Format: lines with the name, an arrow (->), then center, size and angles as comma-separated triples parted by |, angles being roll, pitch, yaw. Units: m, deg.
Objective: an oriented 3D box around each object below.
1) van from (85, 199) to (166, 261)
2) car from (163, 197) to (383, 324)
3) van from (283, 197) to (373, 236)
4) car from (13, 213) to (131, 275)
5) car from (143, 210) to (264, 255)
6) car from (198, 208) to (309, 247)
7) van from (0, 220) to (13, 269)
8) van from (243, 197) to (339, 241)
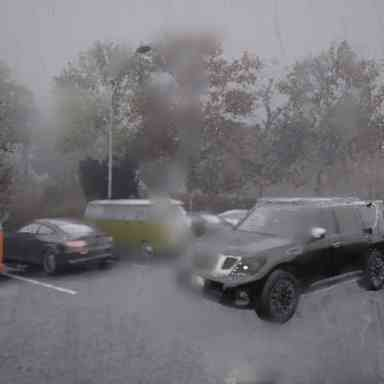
van -> -1.901, 1.264, 12.086 | 4.442, 1.987, 1.878 | -1, -1, 34
car -> 2.361, 1.227, 7.515 | 5.566, 2.045, 2.150 | 0, 0, -35
van -> 7.686, 1.290, 18.925 | 4.442, 1.987, 1.878 | -1, -1, 34
car -> -4.396, 1.527, 10.429 | 4.674, 1.452, 2.002 | -1, -1, 34
car -> 0.398, 1.536, 13.858 | 4.674, 1.452, 2.002 | -1, -1, 35
car -> 2.794, 1.541, 15.571 | 4.674, 1.452, 2.002 | -1, -1, 34
van -> -6.891, 1.262, 8.791 | 4.442, 1.987, 1.878 | -1, 0, 34
van -> 5.091, 1.285, 17.340 | 4.442, 1.987, 1.878 | -1, -1, 34
